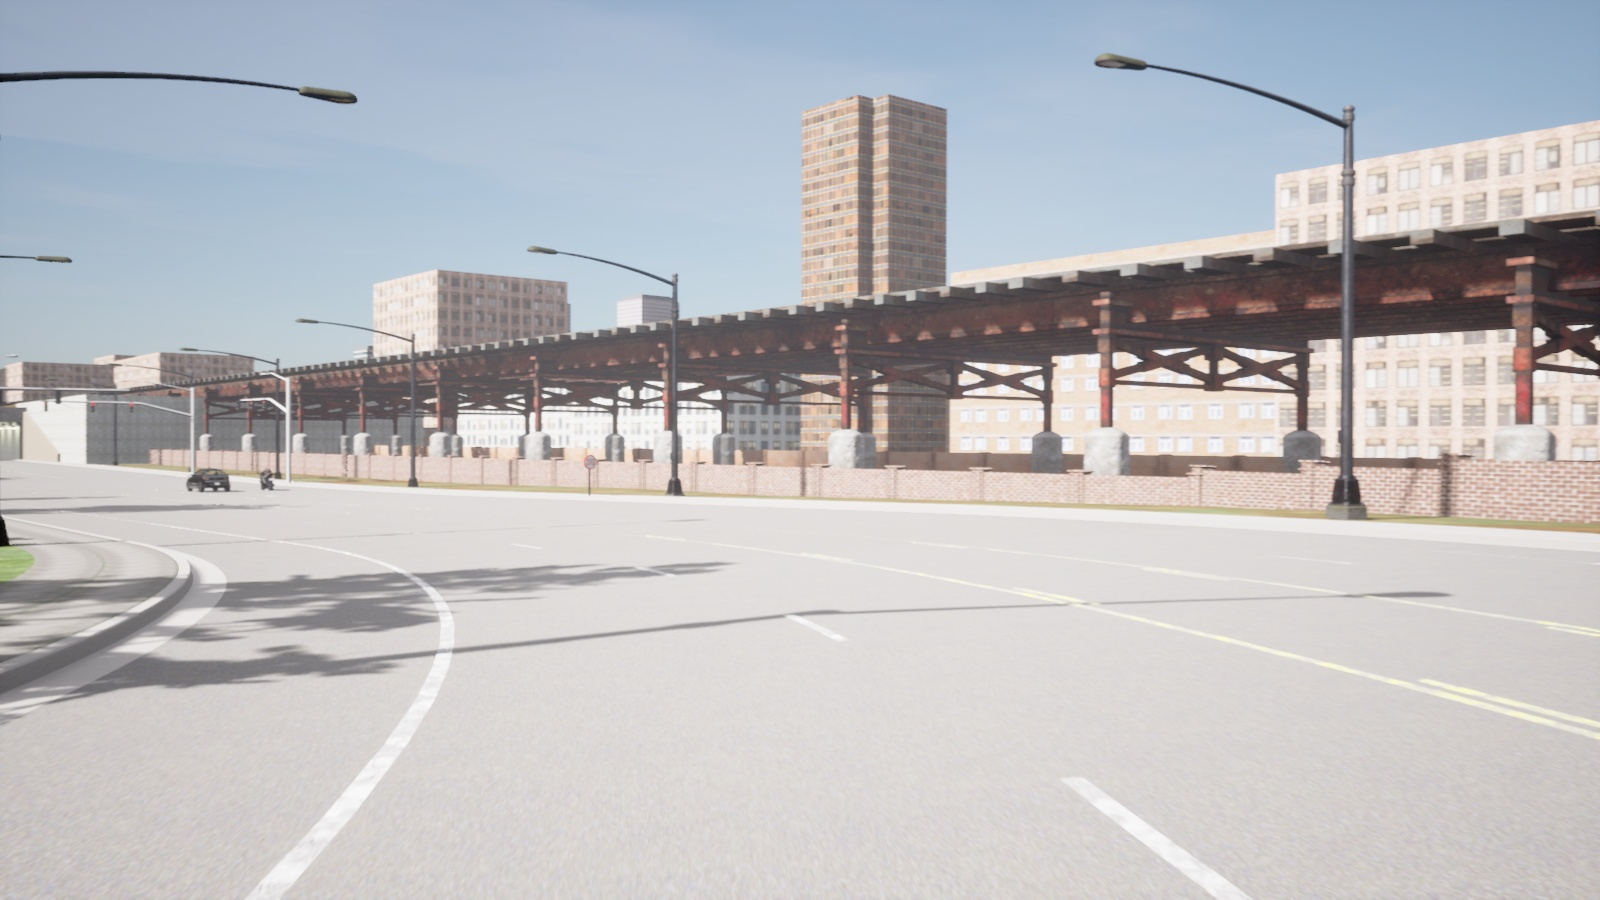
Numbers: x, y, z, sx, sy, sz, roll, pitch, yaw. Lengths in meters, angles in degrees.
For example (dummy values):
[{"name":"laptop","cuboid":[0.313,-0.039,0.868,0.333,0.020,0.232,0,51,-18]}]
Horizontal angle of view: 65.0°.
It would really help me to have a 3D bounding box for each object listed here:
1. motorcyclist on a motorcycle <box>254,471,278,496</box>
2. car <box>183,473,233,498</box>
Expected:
[{"name":"motorcyclist on a motorcycle","cuboid":[-34.467,2.168,81.045,0.866,1.530,2.191,-1,0,-39]},{"name":"car","cuboid":[-37.208,2.177,78.869,1.816,1.474,4.193,-1,0,-39]}]
